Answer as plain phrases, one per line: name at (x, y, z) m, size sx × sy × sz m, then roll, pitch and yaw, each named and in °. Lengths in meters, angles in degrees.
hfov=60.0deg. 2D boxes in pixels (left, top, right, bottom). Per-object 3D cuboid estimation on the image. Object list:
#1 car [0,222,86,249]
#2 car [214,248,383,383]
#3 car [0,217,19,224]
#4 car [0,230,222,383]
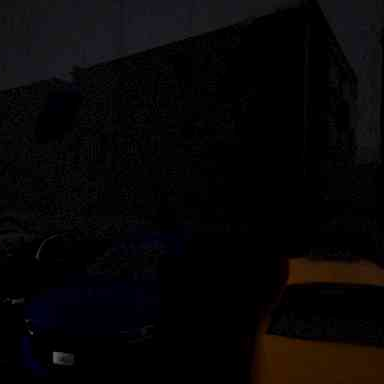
car at (-3.185, 1.554, 7.630) m, size 2.231 × 1.521 × 4.892 m, roll -1°, pitch -1°, yaw 15°
car at (1.796, 1.491, 4.346) m, size 1.946 × 1.575 × 5.366 m, roll -1°, pitch -1°, yaw 15°
car at (-5.672, 1.458, 9.345) m, size 2.185 × 1.767 × 4.553 m, roll -1°, pitch -1°, yaw 14°
car at (-0.702, 1.522, 5.914) m, size 2.097 × 1.535 × 5.008 m, roll 0°, pitch -1°, yaw 15°
